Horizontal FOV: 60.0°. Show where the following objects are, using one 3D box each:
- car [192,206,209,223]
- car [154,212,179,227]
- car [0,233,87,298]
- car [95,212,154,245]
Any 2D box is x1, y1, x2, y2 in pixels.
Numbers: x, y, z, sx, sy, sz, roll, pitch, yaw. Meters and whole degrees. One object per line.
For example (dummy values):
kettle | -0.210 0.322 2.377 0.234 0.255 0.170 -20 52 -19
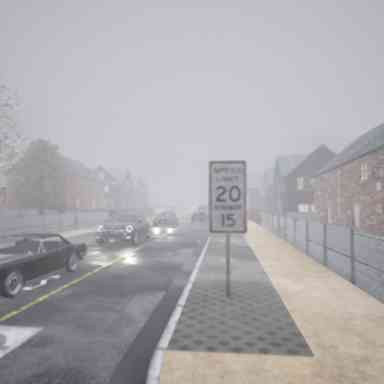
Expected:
car | 1.098 2.825 39.858 1.882 1.535 5.008 0 -2 6
car | -2.500 2.651 32.591 1.994 1.385 4.181 0 -2 6
car | -4.816 1.870 9.375 1.895 1.301 4.718 0 -2 7
car | -3.831 1.963 19.096 2.097 1.767 4.553 0 -2 6
